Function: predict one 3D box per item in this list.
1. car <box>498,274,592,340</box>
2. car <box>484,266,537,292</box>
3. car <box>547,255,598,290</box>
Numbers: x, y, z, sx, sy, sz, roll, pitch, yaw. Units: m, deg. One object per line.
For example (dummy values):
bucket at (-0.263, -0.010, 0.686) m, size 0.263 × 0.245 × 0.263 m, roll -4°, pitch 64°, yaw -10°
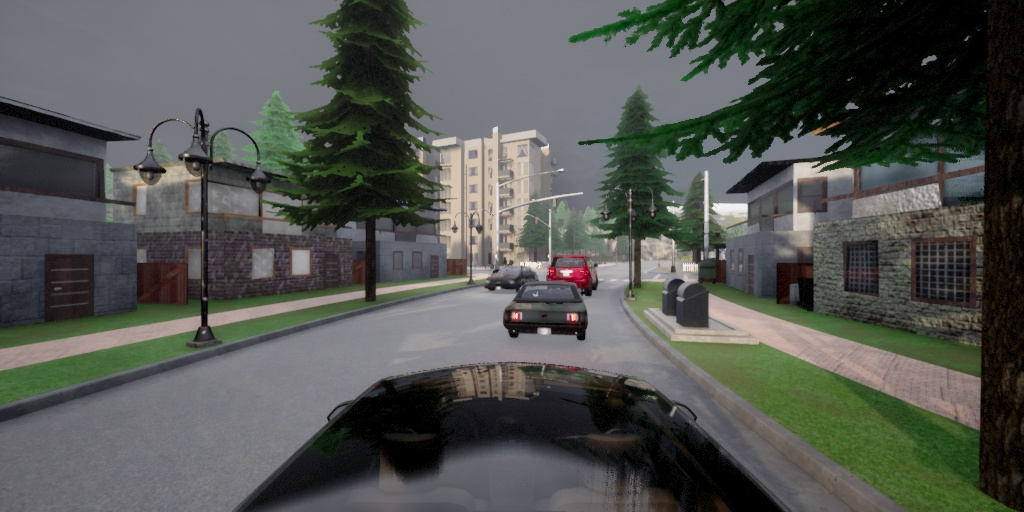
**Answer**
car at (1.074, 1.349, 9.992) m, size 1.895 × 1.301 × 4.718 m, roll 0°, pitch 0°, yaw 9°
car at (0.140, 1.294, 21.301) m, size 2.033 × 1.411 × 5.357 m, roll 0°, pitch 0°, yaw 19°
car at (3.376, 0.968, 19.486) m, size 2.150 × 2.045 × 5.566 m, roll 0°, pitch 0°, yaw 18°
